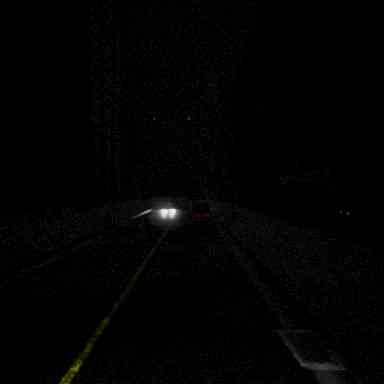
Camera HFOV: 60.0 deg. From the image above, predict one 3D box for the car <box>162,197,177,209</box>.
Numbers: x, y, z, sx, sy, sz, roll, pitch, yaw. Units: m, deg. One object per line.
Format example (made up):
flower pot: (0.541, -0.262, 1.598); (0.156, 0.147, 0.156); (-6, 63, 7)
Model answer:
car: (-3.083, 1.507, 45.759); (2.128, 1.511, 4.902); (0, 0, 0)

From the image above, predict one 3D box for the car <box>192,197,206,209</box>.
car: (0.900, 1.521, 46.293); (1.837, 1.490, 4.892); (0, 0, 0)

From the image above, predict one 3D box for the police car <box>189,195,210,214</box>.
police car: (0.899, 1.435, 36.402); (1.930, 1.638, 5.238); (0, 0, 0)

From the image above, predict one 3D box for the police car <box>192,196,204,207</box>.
police car: (0.899, 1.447, 52.403); (1.930, 1.638, 5.238); (0, 0, 0)
